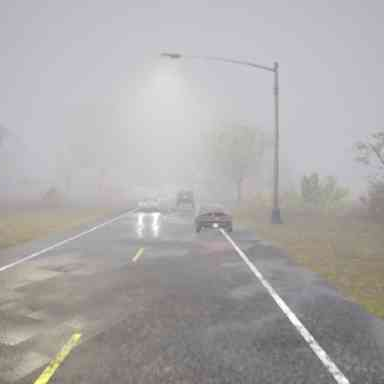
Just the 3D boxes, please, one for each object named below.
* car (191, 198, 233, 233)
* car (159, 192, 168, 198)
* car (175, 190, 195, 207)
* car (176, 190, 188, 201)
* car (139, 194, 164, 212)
[{"bbox_3d":[1.058,1.291,17.987,1.837,1.490,4.892,0,1,-1],"label":"car"},{"bbox_3d":[-6.548,0.591,75.000,1.994,1.385,4.181,0,1,-5],"label":"car"},{"bbox_3d":[-0.838,0.731,40.687,2.150,2.045,5.566,0,1,-2],"label":"car"},{"bbox_3d":[-1.808,0.635,58.349,2.097,1.767,4.553,0,1,-3],"label":"car"},{"bbox_3d":[-4.188,1.209,33.383,1.895,1.301,4.718,0,1,-2],"label":"car"}]
